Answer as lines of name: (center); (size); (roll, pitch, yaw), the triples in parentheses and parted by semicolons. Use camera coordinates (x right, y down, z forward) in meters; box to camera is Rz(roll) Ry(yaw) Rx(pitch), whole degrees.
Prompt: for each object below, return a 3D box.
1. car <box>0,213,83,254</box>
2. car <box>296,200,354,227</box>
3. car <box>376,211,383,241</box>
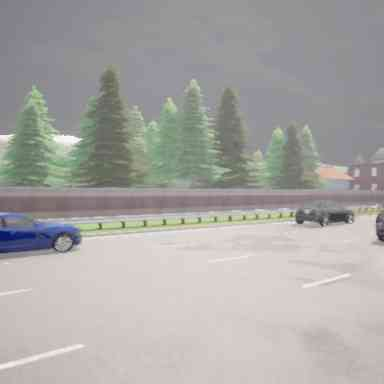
car: (-6.537, 1.480, 11.982); (5.008, 1.535, 1.882); (0, 0, -36)
car: (9.377, 1.378, 23.343); (4.553, 1.767, 2.097); (0, 0, -36)
car: (10.286, 1.547, 15.388); (4.674, 1.442, 1.812); (0, 0, -36)
